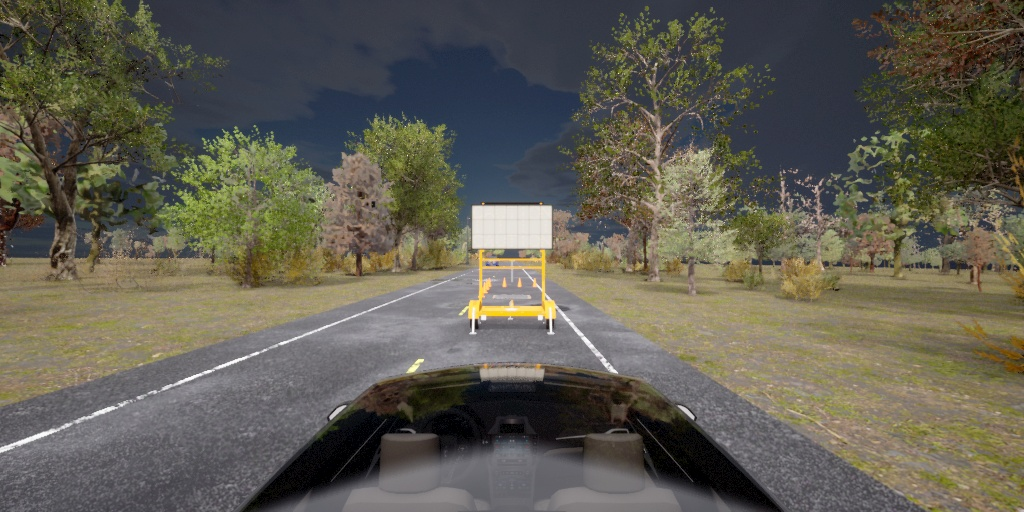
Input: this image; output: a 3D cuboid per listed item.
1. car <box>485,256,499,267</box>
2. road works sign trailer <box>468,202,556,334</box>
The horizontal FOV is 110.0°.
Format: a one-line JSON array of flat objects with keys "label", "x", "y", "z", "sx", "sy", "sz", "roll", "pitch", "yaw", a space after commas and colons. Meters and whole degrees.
[{"label": "car", "x": -3.522, "y": 1.093, "z": 63.568, "sx": 2.150, "sy": 2.045, "sz": 5.566, "roll": 0, "pitch": 0, "yaw": 0}, {"label": "road works sign trailer", "x": 0.003, "y": 0.221, "z": 10.589, "sx": 2.380, "sy": 3.560, "sz": 2.880, "roll": 0, "pitch": 0, "yaw": 0}]
